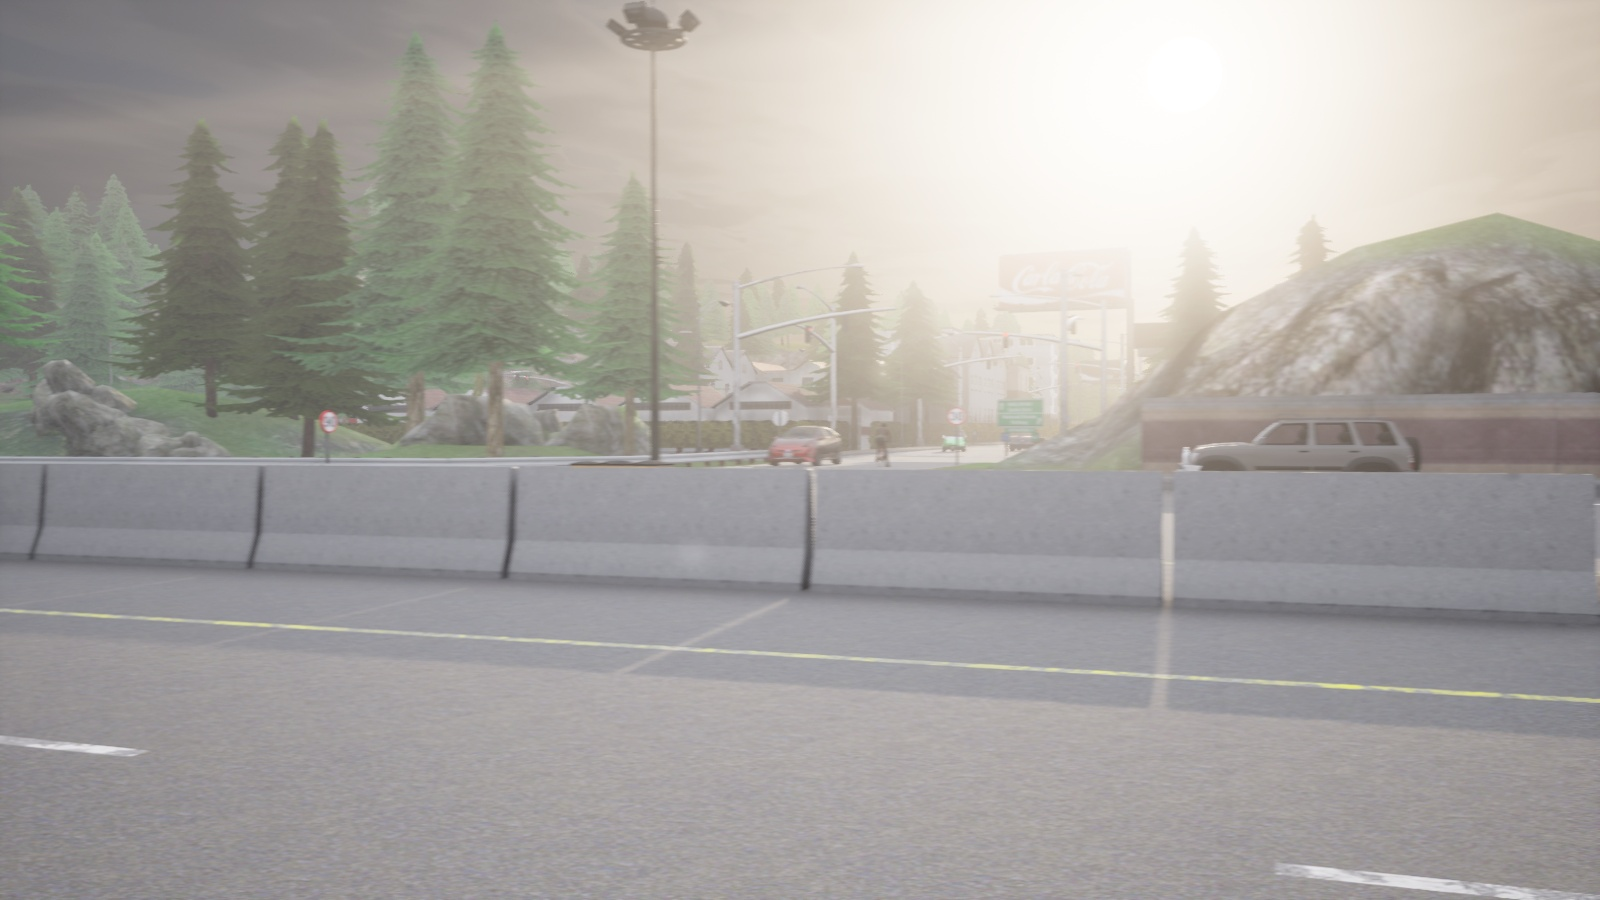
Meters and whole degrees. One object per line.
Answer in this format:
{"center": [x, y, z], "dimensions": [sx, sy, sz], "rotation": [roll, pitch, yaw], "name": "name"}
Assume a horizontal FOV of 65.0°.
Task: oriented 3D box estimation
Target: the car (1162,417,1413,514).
{"center": [9.862, 0.269, 25.721], "dimensions": [4.605, 1.855, 1.932], "rotation": [1, 1, 18], "name": "car"}

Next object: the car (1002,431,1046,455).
{"center": [14.440, -0.490, 80.799], "dimensions": [2.033, 1.411, 5.357], "rotation": [2, 2, 18], "name": "car"}

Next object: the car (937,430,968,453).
{"center": [9.298, -0.504, 76.406], "dimensions": [1.481, 1.376, 2.207], "rotation": [1, 1, 18], "name": "car"}

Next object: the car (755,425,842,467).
{"center": [0.014, -0.197, 48.292], "dimensions": [2.007, 1.525, 4.514], "rotation": [1, 1, 18], "name": "car"}
